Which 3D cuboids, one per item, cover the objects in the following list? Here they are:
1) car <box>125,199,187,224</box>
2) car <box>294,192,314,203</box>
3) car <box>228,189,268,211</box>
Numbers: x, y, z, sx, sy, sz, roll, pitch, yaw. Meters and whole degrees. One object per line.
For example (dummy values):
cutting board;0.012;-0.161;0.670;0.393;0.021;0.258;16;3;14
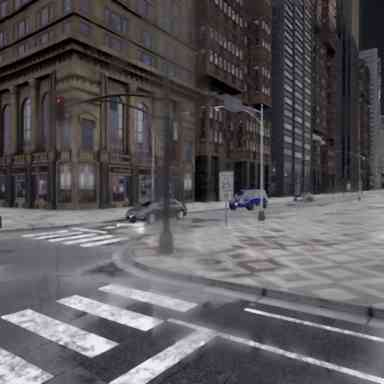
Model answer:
car;-2.297;1.235;22.445;1.837;1.490;4.892;0;1;37
car;16.282;0.799;48.273;2.128;1.511;4.902;0;1;36
car;5.798;0.766;33.775;2.150;2.045;5.566;0;1;36
